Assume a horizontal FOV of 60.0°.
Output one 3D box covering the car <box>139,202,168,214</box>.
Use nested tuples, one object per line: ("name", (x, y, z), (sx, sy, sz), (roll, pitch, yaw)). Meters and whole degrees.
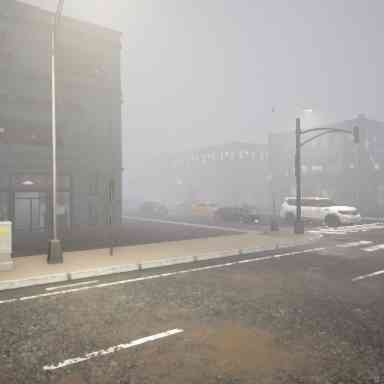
("car", (-5.098, 1.998, 43.476), (1.994, 1.385, 4.181), (-1, 0, -35))

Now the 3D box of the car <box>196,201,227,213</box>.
("car", (2.440, 1.903, 42.838), (1.802, 1.307, 4.206), (-2, 0, -35))

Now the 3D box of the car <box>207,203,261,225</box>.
("car", (3.548, 1.814, 26.600), (1.947, 1.339, 4.313), (-1, 0, -35))

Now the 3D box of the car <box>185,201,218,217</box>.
("car", (1.797, 1.777, 33.760), (1.882, 1.535, 5.008), (-1, 0, -35))

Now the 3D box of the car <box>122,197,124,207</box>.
("car", (-13.597, 1.939, 65.397), (2.192, 1.841, 5.009), (-1, 0, -35))

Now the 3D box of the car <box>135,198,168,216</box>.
("car", (-4.394, 1.845, 37.981), (1.967, 1.590, 4.097), (-1, 0, -35))

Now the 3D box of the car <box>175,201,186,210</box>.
("car", (-0.766, 1.965, 47.349), (1.802, 1.307, 4.206), (-2, 0, -35))

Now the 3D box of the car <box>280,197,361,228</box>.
("car", (8.992, 1.374, 23.885), (2.150, 2.045, 5.566), (-1, 0, -38))

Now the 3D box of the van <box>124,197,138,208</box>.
("van", (-10.390, 1.906, 60.885), (1.690, 1.788, 3.998), (-1, 0, -35))
